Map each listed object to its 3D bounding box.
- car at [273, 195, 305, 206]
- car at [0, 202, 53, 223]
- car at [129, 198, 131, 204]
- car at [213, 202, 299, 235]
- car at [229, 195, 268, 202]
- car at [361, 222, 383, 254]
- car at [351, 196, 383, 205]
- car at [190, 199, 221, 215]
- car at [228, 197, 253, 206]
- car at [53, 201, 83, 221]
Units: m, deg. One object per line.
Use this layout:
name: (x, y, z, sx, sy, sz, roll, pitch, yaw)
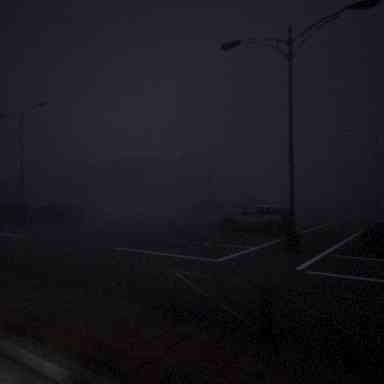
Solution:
car: (15.147, 1.256, 51.918, 4.605, 1.855, 1.932, -1, 0, 35)
car: (-13.441, 1.638, 26.345, 4.514, 1.523, 2.007, -1, 0, 35)
car: (-16.668, 2.136, 79.392, 2.242, 1.667, 4.611, -1, 0, 35)
car: (3.436, 1.457, 17.947, 3.806, 1.475, 1.970, -1, 0, 35)
car: (7.323, 1.478, 42.199, 4.514, 1.523, 2.007, -1, 0, 35)
car: (7.737, 1.360, 11.206, 3.633, 1.501, 1.845, -1, 0, 35)
car: (27.329, 1.329, 51.737, 4.514, 1.523, 2.007, -1, 0, 35)
car: (1.474, 1.511, 34.097, 3.633, 1.501, 1.845, -1, 0, 35)
car: (8.232, 1.621, 56.818, 3.806, 1.475, 1.970, -1, 0, 35)
car: (-11.659, 1.626, 28.927, 5.027, 1.636, 2.152, -1, 0, 35)
